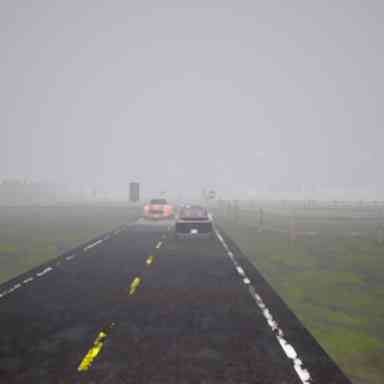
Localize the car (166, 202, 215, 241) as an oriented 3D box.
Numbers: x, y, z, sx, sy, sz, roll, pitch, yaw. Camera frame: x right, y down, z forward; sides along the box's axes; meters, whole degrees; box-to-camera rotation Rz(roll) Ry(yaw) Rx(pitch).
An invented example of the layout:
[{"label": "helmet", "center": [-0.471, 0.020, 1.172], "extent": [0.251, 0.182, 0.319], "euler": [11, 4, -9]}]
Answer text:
[{"label": "car", "center": [0.087, 1.458, 16.514], "extent": [2.128, 1.511, 4.902], "euler": [0, 0, 0]}]

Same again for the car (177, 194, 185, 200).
[{"label": "car", "center": [-2.797, 1.324, 86.285], "extent": [1.837, 1.490, 4.892], "euler": [0, 0, 0]}]

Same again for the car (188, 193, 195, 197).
[{"label": "car", "center": [-0.049, 1.404, 89.006], "extent": [1.895, 1.301, 4.718], "euler": [0, 0, 0]}]

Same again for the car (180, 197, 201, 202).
[{"label": "car", "center": [0.078, 1.421, 27.746], "extent": [1.882, 1.535, 5.008], "euler": [0, 0, 0]}]

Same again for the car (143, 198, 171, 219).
[{"label": "car", "center": [-2.808, 1.294, 28.273], "extent": [2.097, 1.767, 4.553], "euler": [0, 0, 1]}]
